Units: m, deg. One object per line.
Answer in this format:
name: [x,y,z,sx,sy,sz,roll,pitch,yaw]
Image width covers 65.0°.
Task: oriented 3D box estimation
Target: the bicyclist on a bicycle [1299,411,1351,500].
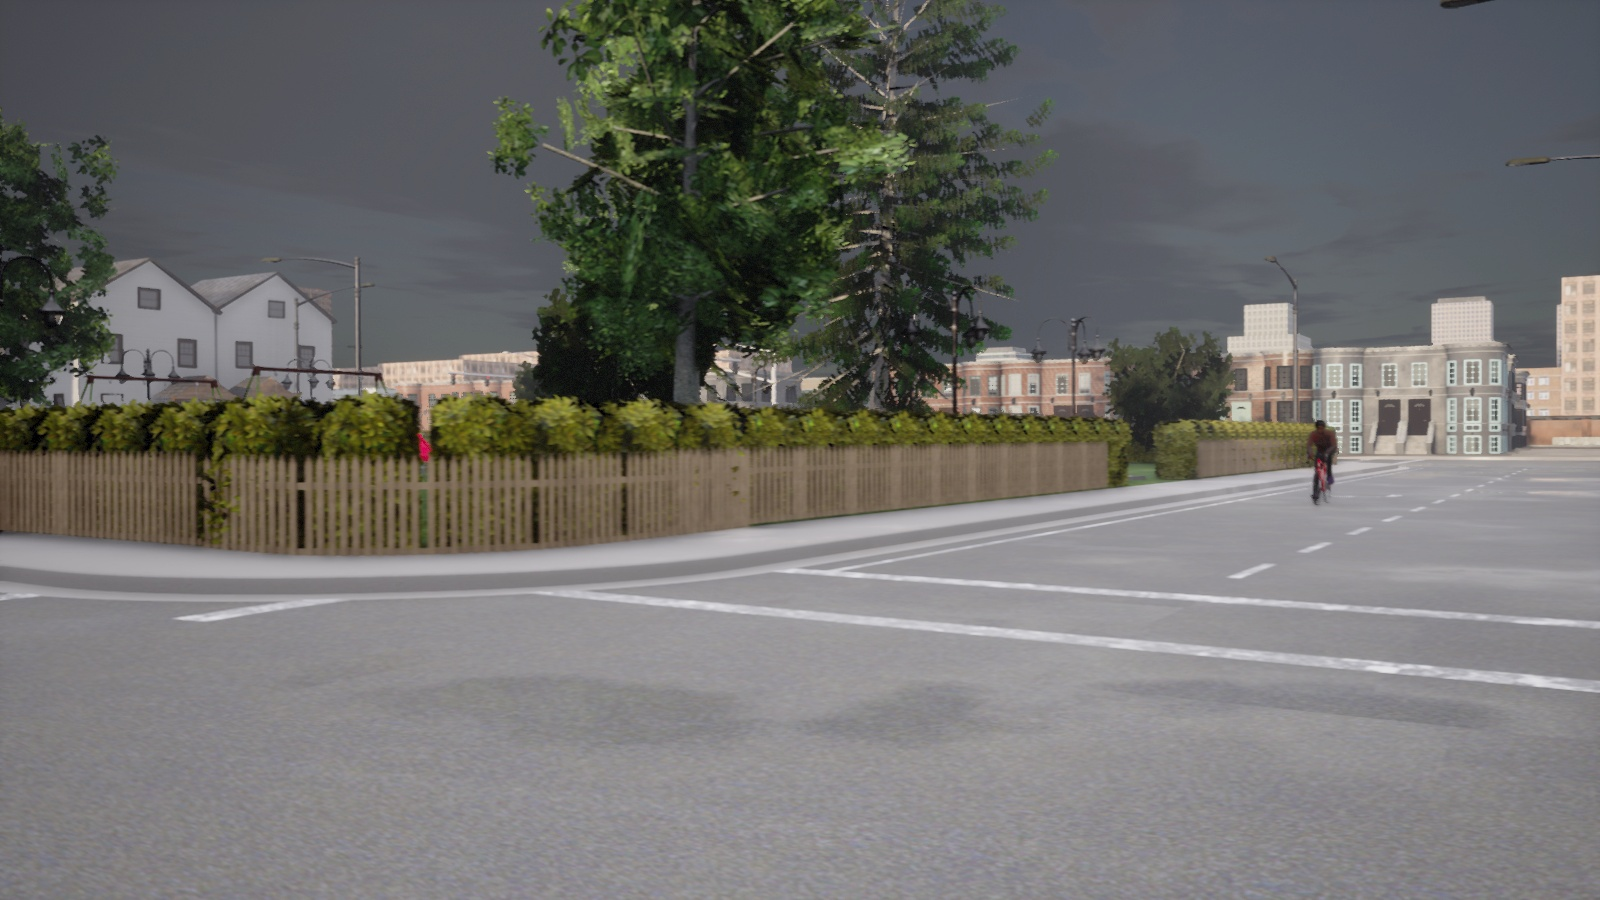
bicyclist on a bicycle: [9.970,0.079,23.815,0.582,1.620,1.656,-1,1,33]
